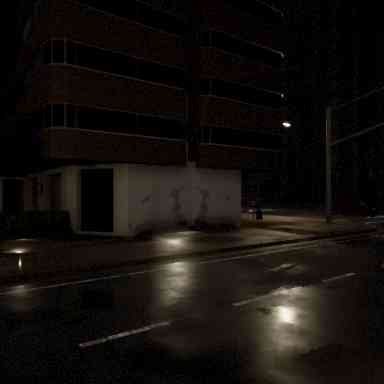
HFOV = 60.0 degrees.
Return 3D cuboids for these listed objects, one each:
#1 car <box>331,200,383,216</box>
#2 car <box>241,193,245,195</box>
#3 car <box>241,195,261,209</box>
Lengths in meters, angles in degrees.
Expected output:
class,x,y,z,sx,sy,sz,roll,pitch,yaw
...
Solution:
class,x,y,z,sx,sy,sz,roll,pitch,yaw
car,15.908,1.526,32.288,1.812,1.442,4.674,0,0,-36
car,6.212,1.222,51.975,2.150,2.045,5.566,0,0,-36
car,7.054,1.477,44.524,1.882,1.535,5.008,0,0,-36
